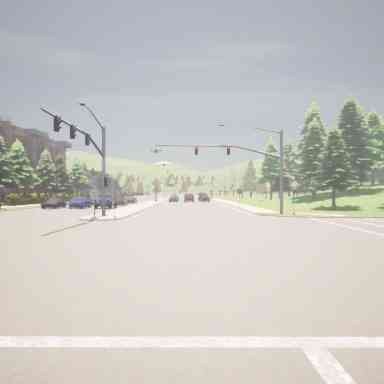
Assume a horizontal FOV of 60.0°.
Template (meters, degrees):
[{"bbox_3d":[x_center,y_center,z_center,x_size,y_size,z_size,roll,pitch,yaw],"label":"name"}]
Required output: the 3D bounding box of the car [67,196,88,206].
[{"bbox_3d":[-18.917,1.477,55.308,1.882,1.535,5.008,0,0,-1],"label":"car"}]

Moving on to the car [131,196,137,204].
[{"bbox_3d":[-12.023,1.547,65.668,2.033,1.411,5.357,0,0,0],"label":"car"}]

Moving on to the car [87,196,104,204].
[{"bbox_3d":[-19.008,1.505,65.741,1.837,1.490,4.892,0,0,-1],"label":"car"}]

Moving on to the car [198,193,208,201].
[{"bbox_3d":[2.724,1.194,83.644,2.150,2.045,5.566,0,0,-1],"label":"car"}]

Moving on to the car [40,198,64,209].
[{"bbox_3d":[-18.783,1.547,45.577,2.033,1.411,5.357,0,0,-1],"label":"car"}]

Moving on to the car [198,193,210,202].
[{"bbox_3d":[2.884,1.500,73.420,1.837,1.490,4.892,0,0,-1],"label":"car"}]

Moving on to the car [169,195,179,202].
[{"bbox_3d":[-4.108,1.540,72.875,2.033,1.411,5.357,0,0,-1],"label":"car"}]

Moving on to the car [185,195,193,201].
[{"bbox_3d":[-0.775,1.464,83.548,1.837,1.490,4.892,0,0,-1],"label":"car"}]

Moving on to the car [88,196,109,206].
[{"bbox_3d":[-15.415,1.491,54.915,2.128,1.511,4.902,0,0,-1],"label":"car"}]

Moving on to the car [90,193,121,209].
[{"bbox_3d":[-11.785,1.221,45.694,2.150,2.045,5.566,0,0,-1],"label":"car"}]

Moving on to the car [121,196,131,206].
[{"bbox_3d":[-11.920,1.505,55.373,1.837,1.490,4.892,0,0,-1],"label":"car"}]

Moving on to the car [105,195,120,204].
[{"bbox_3d":[-15.510,1.477,64.970,1.882,1.535,5.008,0,0,0],"label":"car"}]

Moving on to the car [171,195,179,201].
[{"bbox_3d":[-4.274,1.488,83.493,1.812,1.442,4.674,0,0,-1],"label":"car"}]

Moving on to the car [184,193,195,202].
[{"bbox_3d":[-0.609,1.225,72.995,2.150,2.045,5.566,0,0,-1],"label":"car"}]

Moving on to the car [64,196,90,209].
[{"bbox_3d":[-15.281,1.477,45.510,1.882,1.535,5.008,0,0,-1],"label":"car"}]
